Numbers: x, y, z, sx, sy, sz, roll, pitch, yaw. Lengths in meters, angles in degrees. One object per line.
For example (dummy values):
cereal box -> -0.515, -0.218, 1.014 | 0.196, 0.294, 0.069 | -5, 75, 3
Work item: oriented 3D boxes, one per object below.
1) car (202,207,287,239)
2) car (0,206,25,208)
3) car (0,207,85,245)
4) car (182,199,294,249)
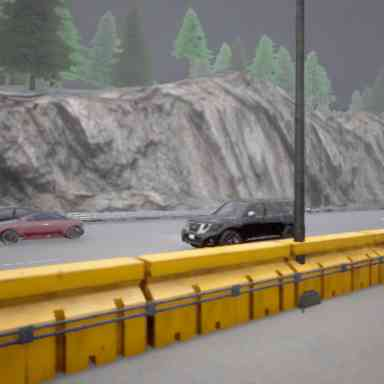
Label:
car -> 2.974, 1.638, 18.509 | 4.674, 1.442, 1.812 | 1, 0, -34
car -> -10.088, 1.521, 18.147 | 5.008, 1.535, 1.882 | 0, 0, -34
car -> -7.314, 1.609, 15.796 | 4.181, 1.385, 1.994 | 0, 0, -34
car -> 2.282, 1.305, 13.831 | 5.566, 2.045, 2.150 | 0, 0, -34
